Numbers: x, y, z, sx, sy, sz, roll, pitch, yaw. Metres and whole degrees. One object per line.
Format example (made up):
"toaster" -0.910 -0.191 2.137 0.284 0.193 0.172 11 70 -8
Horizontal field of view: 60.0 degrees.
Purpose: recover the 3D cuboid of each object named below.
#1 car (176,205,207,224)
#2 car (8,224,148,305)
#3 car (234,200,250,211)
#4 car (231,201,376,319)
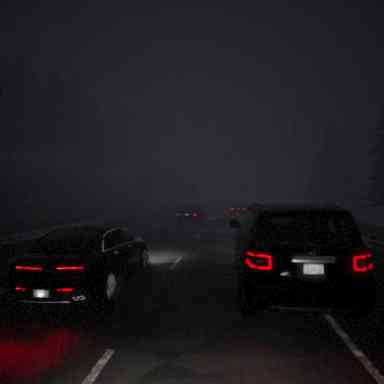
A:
"car" 0.040 1.715 26.851 2.033 1.411 5.357 0 0 9
"car" -2.433 1.572 8.311 1.837 1.490 4.892 0 -1 6
"car" 6.911 1.843 45.764 1.895 1.301 4.718 0 0 11
"car" 2.097 1.260 7.631 2.150 2.045 5.566 0 0 6
